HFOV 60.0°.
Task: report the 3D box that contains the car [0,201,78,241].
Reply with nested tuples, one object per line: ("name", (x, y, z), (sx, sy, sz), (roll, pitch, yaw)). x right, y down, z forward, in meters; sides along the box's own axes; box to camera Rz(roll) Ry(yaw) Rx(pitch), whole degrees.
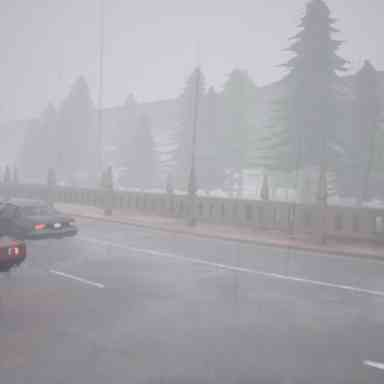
("car", (-6.758, 1.073, 13.114), (5.357, 1.411, 2.033), (4, 2, 35))

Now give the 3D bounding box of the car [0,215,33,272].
("car", (-6.309, 1.292, 8.492), (4.718, 1.301, 1.895), (4, 2, 35))
